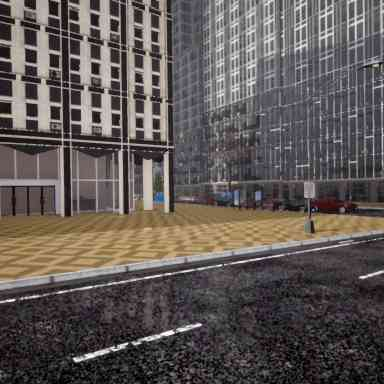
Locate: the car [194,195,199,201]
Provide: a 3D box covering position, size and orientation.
[{"bbox_3d":[2.046,1.043,63.508,1.802,1.307,4.206,0,1,-34],"label":"car"}]

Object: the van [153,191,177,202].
[{"bbox_3d":[-4.886,0.937,58.798,1.690,1.788,3.998,0,1,-34],"label":"van"}]

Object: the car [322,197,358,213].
[{"bbox_3d":[14.656,1.315,34.629,1.882,1.535,5.008,-1,1,-34],"label":"car"}]

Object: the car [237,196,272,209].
[{"bbox_3d":[7.796,1.388,39.935,1.802,1.307,4.206,0,1,-34],"label":"car"}]

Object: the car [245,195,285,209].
[{"bbox_3d":[9.256,1.228,42.579,1.882,1.535,5.008,-1,1,-34],"label":"car"}]

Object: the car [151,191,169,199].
[{"bbox_3d":[-7.536,0.615,77.609,2.192,1.841,5.009,0,1,-34],"label":"car"}]

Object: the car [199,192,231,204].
[{"bbox_3d":[3.602,1.011,50.885,2.097,1.767,4.553,-1,1,-35],"label":"car"}]

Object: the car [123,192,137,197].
[{"bbox_3d":[-17.117,0.689,91.715,2.008,1.369,4.403,0,1,-34],"label":"car"}]

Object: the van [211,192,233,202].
[{"bbox_3d":[5.240,0.855,58.804,1.690,1.788,3.998,0,1,-34],"label":"van"}]

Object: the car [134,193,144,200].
[{"bbox_3d":[-11.274,1.040,68.203,2.008,1.369,4.403,0,1,-34],"label":"car"}]

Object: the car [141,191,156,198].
[{"bbox_3d":[-10.730,0.686,82.312,1.967,1.590,4.097,0,1,-34],"label":"car"}]

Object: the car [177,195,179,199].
[{"bbox_3d":[-4.341,0.936,72.911,1.802,1.307,4.206,0,1,-34],"label":"car"}]

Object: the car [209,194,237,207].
[{"bbox_3d":[4.651,1.319,44.668,1.947,1.339,4.313,0,1,-34],"label":"car"}]

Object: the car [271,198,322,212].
[{"bbox_3d":[10.976,1.424,35.221,1.947,1.339,4.313,0,1,-34],"label":"car"}]
